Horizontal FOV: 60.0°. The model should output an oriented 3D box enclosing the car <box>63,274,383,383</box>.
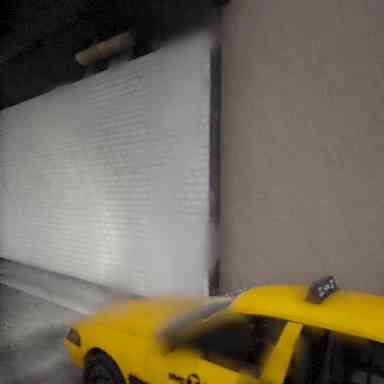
[{"bbox_3d":[0.878,1.533,3.028,5.366,1.575,1.801,0,-2,38],"label":"car"}]
